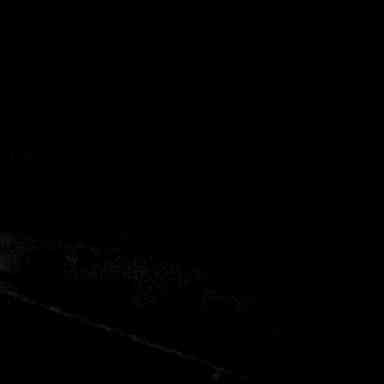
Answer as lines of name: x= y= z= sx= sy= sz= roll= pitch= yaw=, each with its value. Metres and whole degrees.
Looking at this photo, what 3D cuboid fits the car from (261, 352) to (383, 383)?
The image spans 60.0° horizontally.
car: x=2.234 y=1.566 z=1.482 sx=4.313 sy=1.339 sz=1.947 roll=0 pitch=0 yaw=36
